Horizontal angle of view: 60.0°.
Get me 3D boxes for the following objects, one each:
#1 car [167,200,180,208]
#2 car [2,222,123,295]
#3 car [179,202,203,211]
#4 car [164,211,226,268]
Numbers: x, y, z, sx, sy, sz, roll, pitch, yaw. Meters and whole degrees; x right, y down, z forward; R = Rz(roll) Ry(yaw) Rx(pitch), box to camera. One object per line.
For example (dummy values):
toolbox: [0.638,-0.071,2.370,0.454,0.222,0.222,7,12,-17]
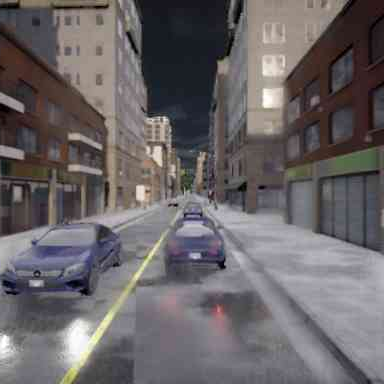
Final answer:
car: [-3.000,1.945,53.695,1.895,1.301,4.718,0,0,0]
car: [-3.101,1.571,8.952,1.812,1.442,4.674,0,0,0]
car: [0.100,1.717,32.543,2.033,1.411,5.357,0,0,0]
car: [0.090,1.583,11.368,1.812,1.442,4.674,0,0,0]
